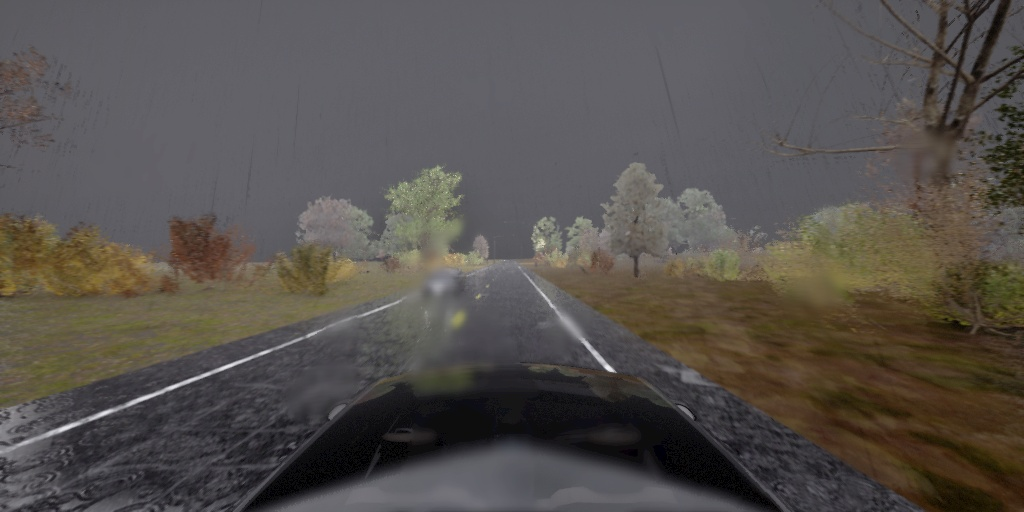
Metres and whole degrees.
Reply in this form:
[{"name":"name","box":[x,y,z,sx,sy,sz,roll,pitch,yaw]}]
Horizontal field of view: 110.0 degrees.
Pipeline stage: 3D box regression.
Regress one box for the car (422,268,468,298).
[{"name":"car","box":[-3.520,1.395,19.518,2.128,1.511,4.902,0,0,0]}]
